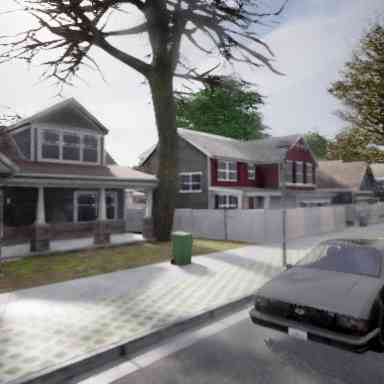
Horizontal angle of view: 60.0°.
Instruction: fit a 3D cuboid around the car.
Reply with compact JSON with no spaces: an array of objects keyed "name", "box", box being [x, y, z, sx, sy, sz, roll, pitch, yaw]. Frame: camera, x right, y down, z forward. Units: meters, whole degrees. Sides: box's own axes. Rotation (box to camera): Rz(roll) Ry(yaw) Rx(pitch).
[{"name":"car","box":[3.324,1.678,6.717,2.033,1.411,5.357,-1,-2,43]}]
